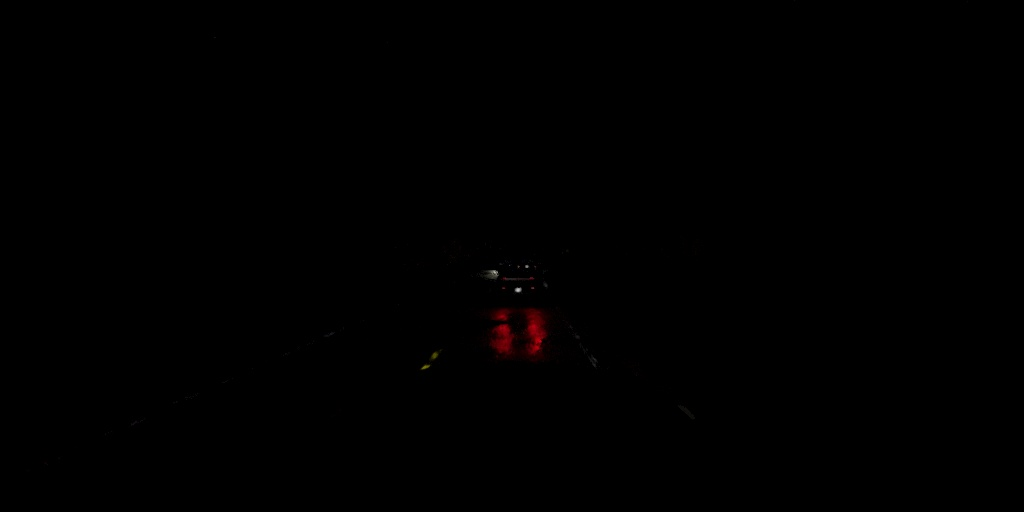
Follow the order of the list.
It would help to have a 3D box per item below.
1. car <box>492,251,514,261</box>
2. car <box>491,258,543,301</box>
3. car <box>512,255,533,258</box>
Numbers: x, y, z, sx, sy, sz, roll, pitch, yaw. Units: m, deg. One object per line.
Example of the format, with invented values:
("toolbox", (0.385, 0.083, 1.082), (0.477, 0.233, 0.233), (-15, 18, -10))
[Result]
("car", (-0.835, 0.456, 40.088), (2.150, 2.045, 5.566), (0, 1, 8))
("car", (0.337, 1.049, 16.025), (2.128, 1.511, 4.902), (0, 1, 3))
("car", (1.497, 0.868, 32.673), (2.033, 1.411, 5.357), (0, 1, 6))
